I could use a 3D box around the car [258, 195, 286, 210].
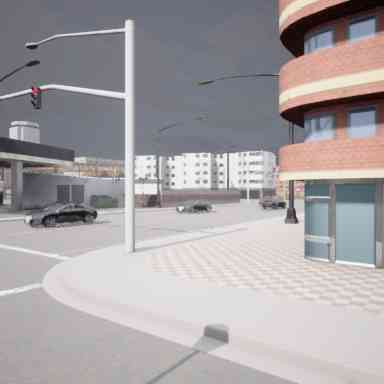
[{"bbox_3d":[10.839,1.491,43.727,2.128,1.511,4.902,0,0,35],"label":"car"}]

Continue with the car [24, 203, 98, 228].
[{"bbox_3d":[-8.553,1.491,22.099,2.128,1.511,4.902,0,0,34],"label":"car"}]

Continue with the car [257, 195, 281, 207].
[{"bbox_3d":[12.045,1.350,51.815,2.097,1.767,4.553,0,0,35],"label":"car"}]

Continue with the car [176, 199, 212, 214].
[{"bbox_3d":[0.272,1.492,34.918,2.128,1.511,4.902,0,0,35],"label":"car"}]
